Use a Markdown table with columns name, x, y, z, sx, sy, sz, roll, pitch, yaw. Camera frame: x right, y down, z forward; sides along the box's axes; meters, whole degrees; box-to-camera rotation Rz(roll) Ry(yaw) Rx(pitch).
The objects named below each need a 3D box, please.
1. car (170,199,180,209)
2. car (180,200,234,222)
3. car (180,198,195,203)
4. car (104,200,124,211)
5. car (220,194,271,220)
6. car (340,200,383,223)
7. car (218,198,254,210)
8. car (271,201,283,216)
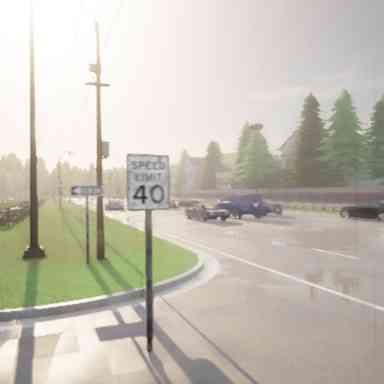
| name | x | y | z | sx | sy | sz | roll | pitch | yaw |
| --- | --- | --- | --- | --- | --- | --- | --- | --- | --- |
| car | -3.655 | 1.590 | 45.632 | 1.994 | 1.385 | 4.181 | -1 | 0 | -23 |
| car | 1.037 | 1.576 | 25.761 | 1.895 | 1.301 | 4.718 | -1 | 0 | -23 |
| car | -0.611 | 1.514 | 47.417 | 1.812 | 1.442 | 4.674 | -1 | 0 | -23 |
| car | -10.109 | 1.669 | 42.925 | 1.994 | 1.385 | 4.181 | -1 | 0 | -23 |
| car | 3.854 | 1.161 | 28.065 | 2.150 | 2.045 | 5.566 | -1 | 0 | -23 |
| car | 13.147 | 1.305 | 24.143 | 1.882 | 1.535 | 5.008 | -1 | 0 | -23 |
| car | 5.474 | 1.463 | 42.088 | 2.033 | 1.411 | 5.357 | -1 | 0 | -23 |
| car | 6.492 | 1.432 | 30.805 | 1.812 | 1.442 | 4.674 | -1 | 0 | -23 |
